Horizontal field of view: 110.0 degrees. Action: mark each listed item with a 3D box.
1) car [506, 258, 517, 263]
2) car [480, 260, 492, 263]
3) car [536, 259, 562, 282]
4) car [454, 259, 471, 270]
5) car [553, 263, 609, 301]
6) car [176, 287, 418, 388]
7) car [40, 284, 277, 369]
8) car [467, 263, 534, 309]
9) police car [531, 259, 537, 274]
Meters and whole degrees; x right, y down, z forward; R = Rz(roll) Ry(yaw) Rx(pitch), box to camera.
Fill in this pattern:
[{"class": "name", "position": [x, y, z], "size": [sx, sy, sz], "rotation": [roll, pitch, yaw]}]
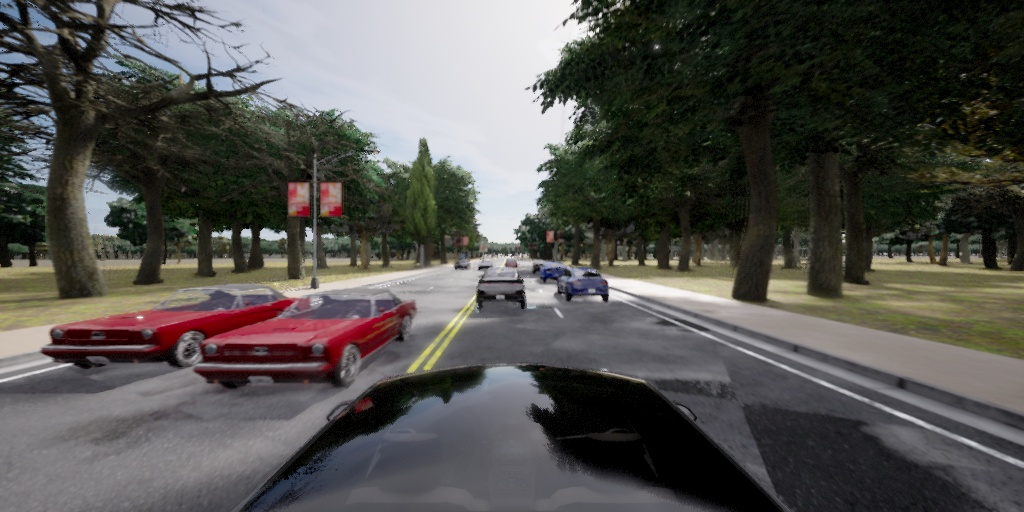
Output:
[{"class": "car", "position": [-0.082, 1.171, 57.536], "size": [1.994, 1.385, 4.181], "rotation": [0, 0, 0]}, {"class": "car", "position": [-3.449, 1.186, 47.680], "size": [2.033, 1.411, 5.357], "rotation": [0, 0, 0]}, {"class": "car", "position": [3.215, 1.171, 27.858], "size": [1.882, 1.535, 5.008], "rotation": [0, 0, 0]}, {"class": "car", "position": [-6.698, 1.138, 48.830], "size": [1.837, 1.490, 4.892], "rotation": [0, 1, 0]}, {"class": "car", "position": [3.238, 1.244, 16.853], "size": [1.812, 1.442, 4.674], "rotation": [0, 0, 0]}, {"class": "car", "position": [-3.352, 1.340, 6.987], "size": [1.895, 1.301, 4.718], "rotation": [0, 0, 0]}, {"class": "car", "position": [-6.603, 1.338, 7.921], "size": [1.895, 1.301, 4.718], "rotation": [0, 0, 0]}, {"class": "car", "position": [-0.376, 1.214, 14.912], "size": [2.128, 1.511, 4.902], "rotation": [0, 0, 0]}, {"class": "police car", "position": [3.180, 1.090, 38.973], "size": [1.930, 1.638, 5.238], "rotation": [0, 0, 0]}]
